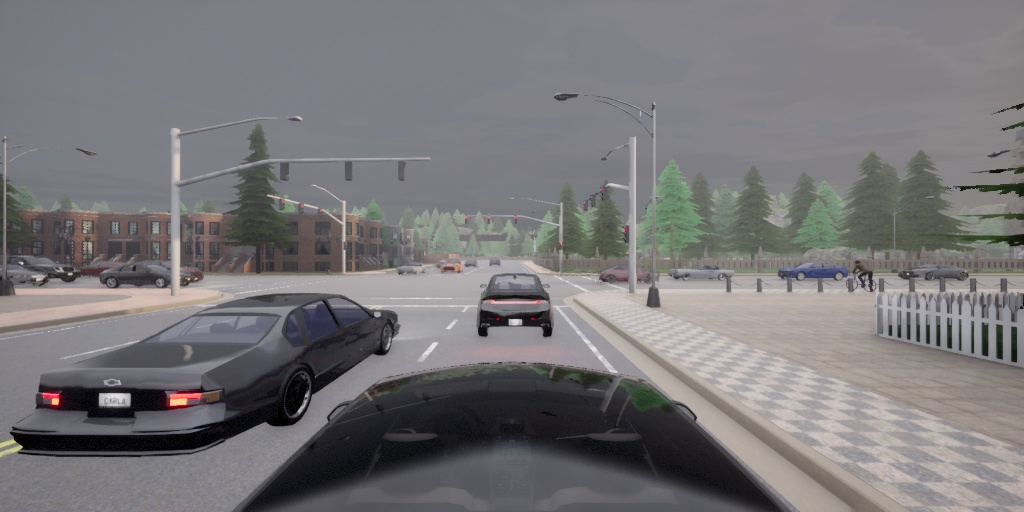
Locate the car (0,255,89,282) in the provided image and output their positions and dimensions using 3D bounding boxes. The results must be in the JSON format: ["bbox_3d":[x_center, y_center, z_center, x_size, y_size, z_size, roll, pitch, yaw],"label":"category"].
[{"bbox_3d":[-35.162,0.971,26.009,5.566,2.045,2.150,0,0,-6],"label":"car"}]

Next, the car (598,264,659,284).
[{"bbox_3d":[8.411,1.314,26.160,4.181,1.385,1.994,0,0,2],"label":"car"}]

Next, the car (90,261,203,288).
[{"bbox_3d":[-23.181,1.255,22.918,4.892,1.490,1.837,0,0,-3],"label":"car"}]

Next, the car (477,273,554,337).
[{"bbox_3d":[0.084,1.242,10.296,2.128,1.511,4.902,0,0,0],"label":"car"}]

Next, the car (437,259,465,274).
[{"bbox_3d":[-6.974,1.102,41.377,2.097,1.767,4.553,0,0,-2],"label":"car"}]

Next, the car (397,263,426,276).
[{"bbox_3d":[-10.588,1.351,37.936,1.895,1.301,4.718,0,0,0],"label":"car"}]

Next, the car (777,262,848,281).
[{"bbox_3d":[24.864,1.228,29.750,5.008,1.535,1.882,0,0,0],"label":"car"}]

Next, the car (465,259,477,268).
[{"bbox_3d":[-7.027,1.256,61.479,1.837,1.490,4.892,0,0,0],"label":"car"}]

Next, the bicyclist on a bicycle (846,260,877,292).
[{"bbox_3d":[18.255,1.052,18.777,0.582,1.620,1.656,0,0,0],"label":"bicyclist on a bicycle"}]

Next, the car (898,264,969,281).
[{"bbox_3d":[34.838,1.314,29.724,4.181,1.385,1.994,0,0,1],"label":"car"}]

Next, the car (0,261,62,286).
[{"bbox_3d":[-32.546,1.242,22.682,4.902,1.511,2.128,0,0,-4],"label":"car"}]

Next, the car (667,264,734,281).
[{"bbox_3d":[15.572,1.351,29.764,4.718,1.301,1.895,0,0,0],"label":"car"}]

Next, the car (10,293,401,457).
[{"bbox_3d":[-3.435,1.297,5.629,2.033,1.411,5.357,0,0,0],"label":"car"}]
